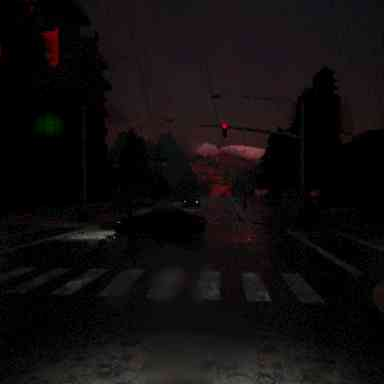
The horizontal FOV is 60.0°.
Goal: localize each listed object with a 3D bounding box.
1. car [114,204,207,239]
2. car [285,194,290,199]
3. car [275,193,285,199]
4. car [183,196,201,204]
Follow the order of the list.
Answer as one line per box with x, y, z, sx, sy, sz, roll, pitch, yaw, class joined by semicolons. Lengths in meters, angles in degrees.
-1.567;1.518;16.865;4.674;1.442;1.812;0;0;7;car
25.340;1.285;90.431;1.970;1.475;3.806;0;0;6;car
21.562;1.282;83.383;1.845;1.501;3.633;0;0;6;car
0.044;1.299;44.742;2.097;1.767;4.553;0;0;6;car
